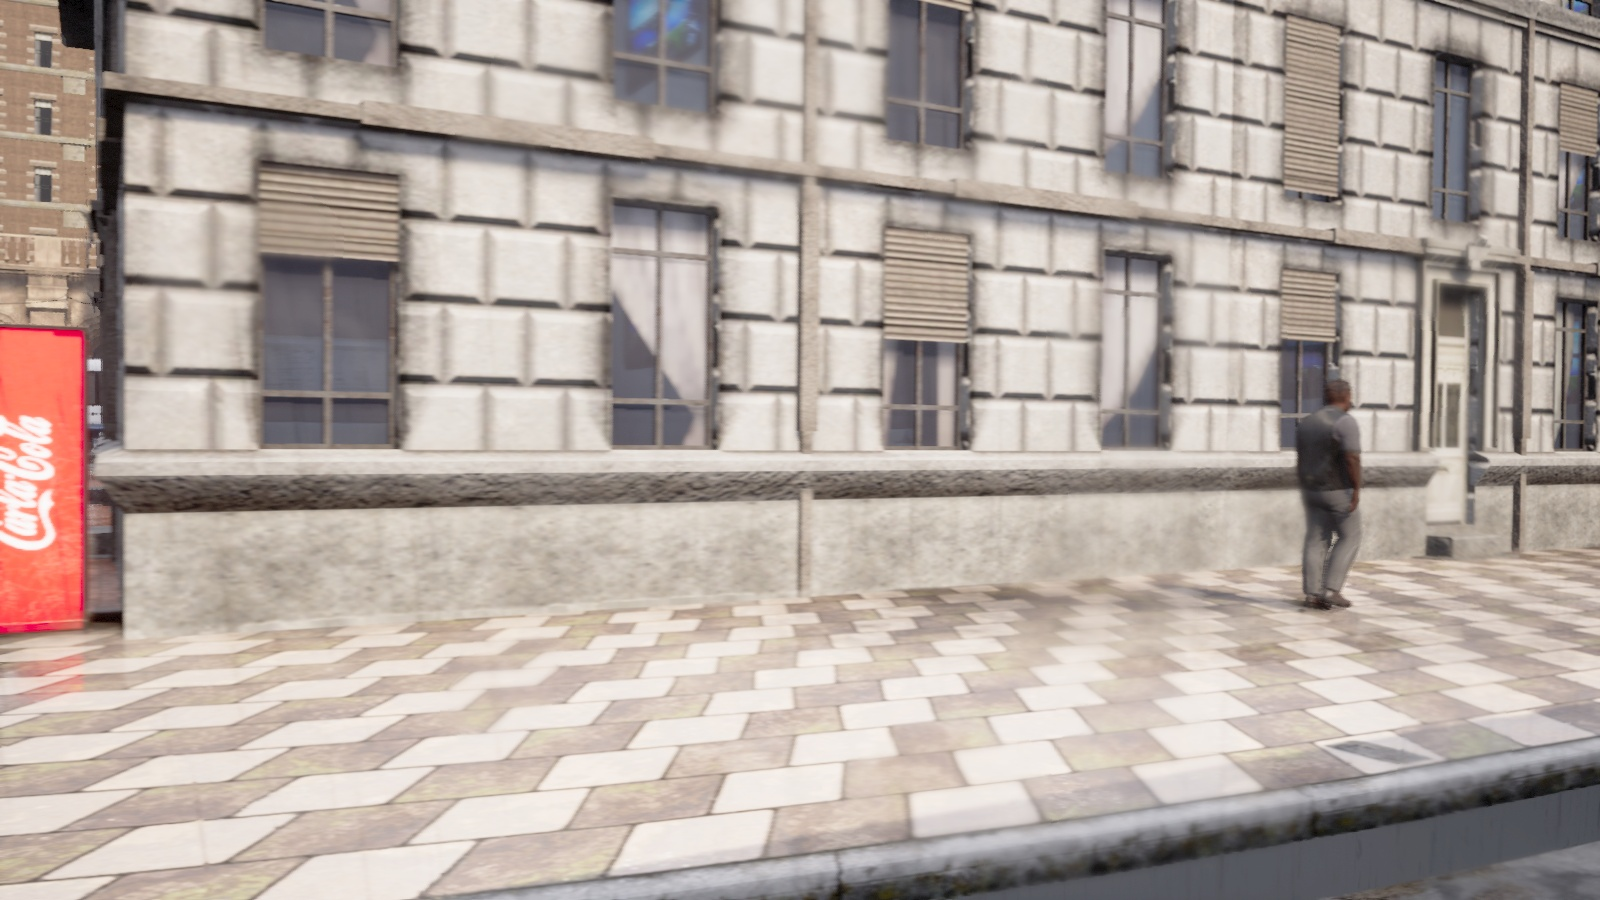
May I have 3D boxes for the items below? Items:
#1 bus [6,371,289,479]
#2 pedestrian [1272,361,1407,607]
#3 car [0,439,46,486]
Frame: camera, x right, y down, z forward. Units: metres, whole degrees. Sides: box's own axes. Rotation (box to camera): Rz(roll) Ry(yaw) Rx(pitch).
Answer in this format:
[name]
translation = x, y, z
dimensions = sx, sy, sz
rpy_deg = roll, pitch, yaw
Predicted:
[bus]
translation = -27.554, -1.091, 53.456
dimensions = 10.273, 4.253, 3.944
rpy_deg = -1, 1, -29
[pedestrian]
translation = 4.312, 0.253, 10.038
dimensions = 0.849, 1.883, 0.563
rpy_deg = -1, 1, -25
[car]
translation = -27.766, 0.430, 41.371
dimensions = 4.902, 1.511, 2.128
rpy_deg = -1, 1, -29
